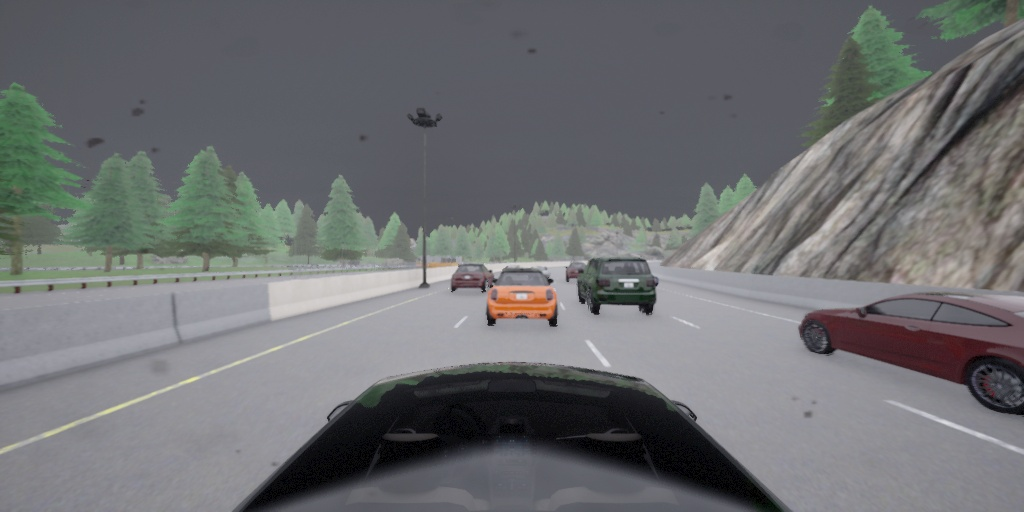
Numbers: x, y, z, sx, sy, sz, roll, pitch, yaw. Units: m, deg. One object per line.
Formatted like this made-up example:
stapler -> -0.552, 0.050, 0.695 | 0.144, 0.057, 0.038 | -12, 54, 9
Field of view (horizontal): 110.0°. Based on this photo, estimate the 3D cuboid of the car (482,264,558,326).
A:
car -> 0.369, 1.180, 12.259 | 2.097, 1.767, 4.553 | 0, 0, 2

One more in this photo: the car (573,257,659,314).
car -> 3.957, 1.065, 14.372 | 2.150, 2.045, 5.566 | 0, 0, 3

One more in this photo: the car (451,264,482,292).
car -> -2.374, 1.257, 22.733 | 2.097, 1.767, 4.553 | 0, 0, 5

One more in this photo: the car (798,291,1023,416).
car -> 7.157, 1.306, 5.881 | 1.812, 1.442, 4.674 | 0, 0, 1

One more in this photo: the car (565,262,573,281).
car -> 5.909, 1.329, 32.476 | 2.097, 1.767, 4.553 | 0, 0, 8

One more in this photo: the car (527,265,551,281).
car -> 2.705, 1.594, 34.722 | 1.895, 1.301, 4.718 | 0, 0, 9

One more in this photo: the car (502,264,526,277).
car -> 0.299, 1.641, 41.064 | 1.895, 1.301, 4.718 | 0, 0, 11
